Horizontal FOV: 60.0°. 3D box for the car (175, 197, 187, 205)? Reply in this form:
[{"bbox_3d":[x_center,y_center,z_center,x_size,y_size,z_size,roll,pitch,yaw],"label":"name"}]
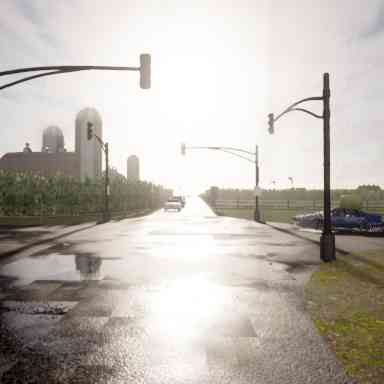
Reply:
[{"bbox_3d":[-2.039,1.623,61.626,2.033,1.411,5.357,0,0,1],"label":"car"}]

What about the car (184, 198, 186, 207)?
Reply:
[{"bbox_3d":[-2.177,1.405,49.987,2.097,1.767,4.553,0,0,1],"label":"car"}]

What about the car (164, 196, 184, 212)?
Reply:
[{"bbox_3d":[-2.271,1.564,40.160,1.812,1.442,4.674,0,0,1],"label":"car"}]

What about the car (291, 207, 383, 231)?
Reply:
[{"bbox_3d":[9.066,1.660,20.849,5.357,1.411,2.033,1,-1,-3],"label":"car"}]
